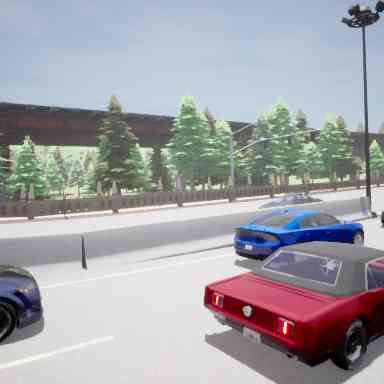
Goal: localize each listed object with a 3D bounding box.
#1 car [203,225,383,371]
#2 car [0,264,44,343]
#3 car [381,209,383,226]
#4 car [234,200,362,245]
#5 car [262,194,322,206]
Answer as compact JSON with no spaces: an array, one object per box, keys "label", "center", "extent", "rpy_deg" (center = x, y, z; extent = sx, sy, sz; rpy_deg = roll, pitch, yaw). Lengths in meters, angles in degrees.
[{"label":"car","center":[2.581,1.527,5.613],"extent":[4.718,1.301,1.895],"rpy_deg":[-2,1,-36]},{"label":"car","center":[-4.482,1.564,4.852],"extent":[4.181,1.385,1.994],"rpy_deg":[0,0,-36]},{"label":"car","center":[10.848,0.878,15.881],"extent":[4.181,1.385,1.994],"rpy_deg":[-4,2,-36]},{"label":"car","center":[3.568,1.282,10.636],"extent":[5.008,1.535,1.882],"rpy_deg":[-3,2,-36]},{"label":"car","center":[6.577,0.860,21.921],"extent":[5.357,1.411,2.033],"rpy_deg":[-4,2,-39]}]
